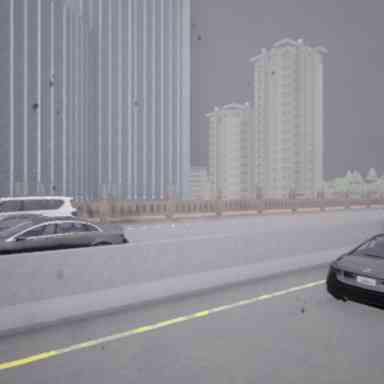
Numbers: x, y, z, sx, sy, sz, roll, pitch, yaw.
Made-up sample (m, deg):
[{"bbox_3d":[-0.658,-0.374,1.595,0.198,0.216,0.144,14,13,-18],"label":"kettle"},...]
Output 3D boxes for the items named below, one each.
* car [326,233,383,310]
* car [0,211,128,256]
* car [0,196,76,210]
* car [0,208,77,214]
[{"bbox_3d":[4.769,1.570,7.149,4.181,1.385,1.994,0,0,-36],"label":"car"},{"bbox_3d":[-4.254,1.493,9.557,4.902,1.511,2.128,0,0,-36],"label":"car"},{"bbox_3d":[-8.129,1.222,15.389,5.566,2.045,2.150,0,0,-35],"label":"car"},{"bbox_3d":[-6.599,1.526,12.168,4.674,1.442,1.812,0,0,-36],"label":"car"}]
